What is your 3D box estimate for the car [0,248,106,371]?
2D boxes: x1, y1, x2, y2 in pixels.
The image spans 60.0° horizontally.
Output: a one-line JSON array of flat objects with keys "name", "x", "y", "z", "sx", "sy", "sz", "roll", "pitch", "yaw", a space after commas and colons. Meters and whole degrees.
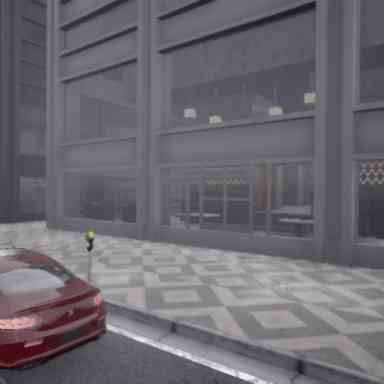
[{"name": "car", "x": -3.105, "y": 1.550, "z": 5.180, "sx": 4.206, "sy": 1.307, "sz": 1.802, "roll": 0, "pitch": 0, "yaw": 36}]
